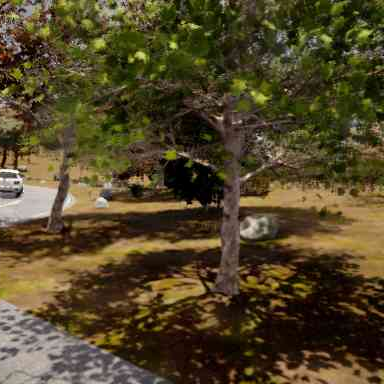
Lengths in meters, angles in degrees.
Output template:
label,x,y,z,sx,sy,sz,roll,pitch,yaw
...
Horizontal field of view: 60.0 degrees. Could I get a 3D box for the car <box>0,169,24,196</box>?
label,x,y,z,sx,sy,sz,roll,pitch,yaw
car,-15.386,-0.862,27.705,2.150,2.045,5.566,4,4,-26
